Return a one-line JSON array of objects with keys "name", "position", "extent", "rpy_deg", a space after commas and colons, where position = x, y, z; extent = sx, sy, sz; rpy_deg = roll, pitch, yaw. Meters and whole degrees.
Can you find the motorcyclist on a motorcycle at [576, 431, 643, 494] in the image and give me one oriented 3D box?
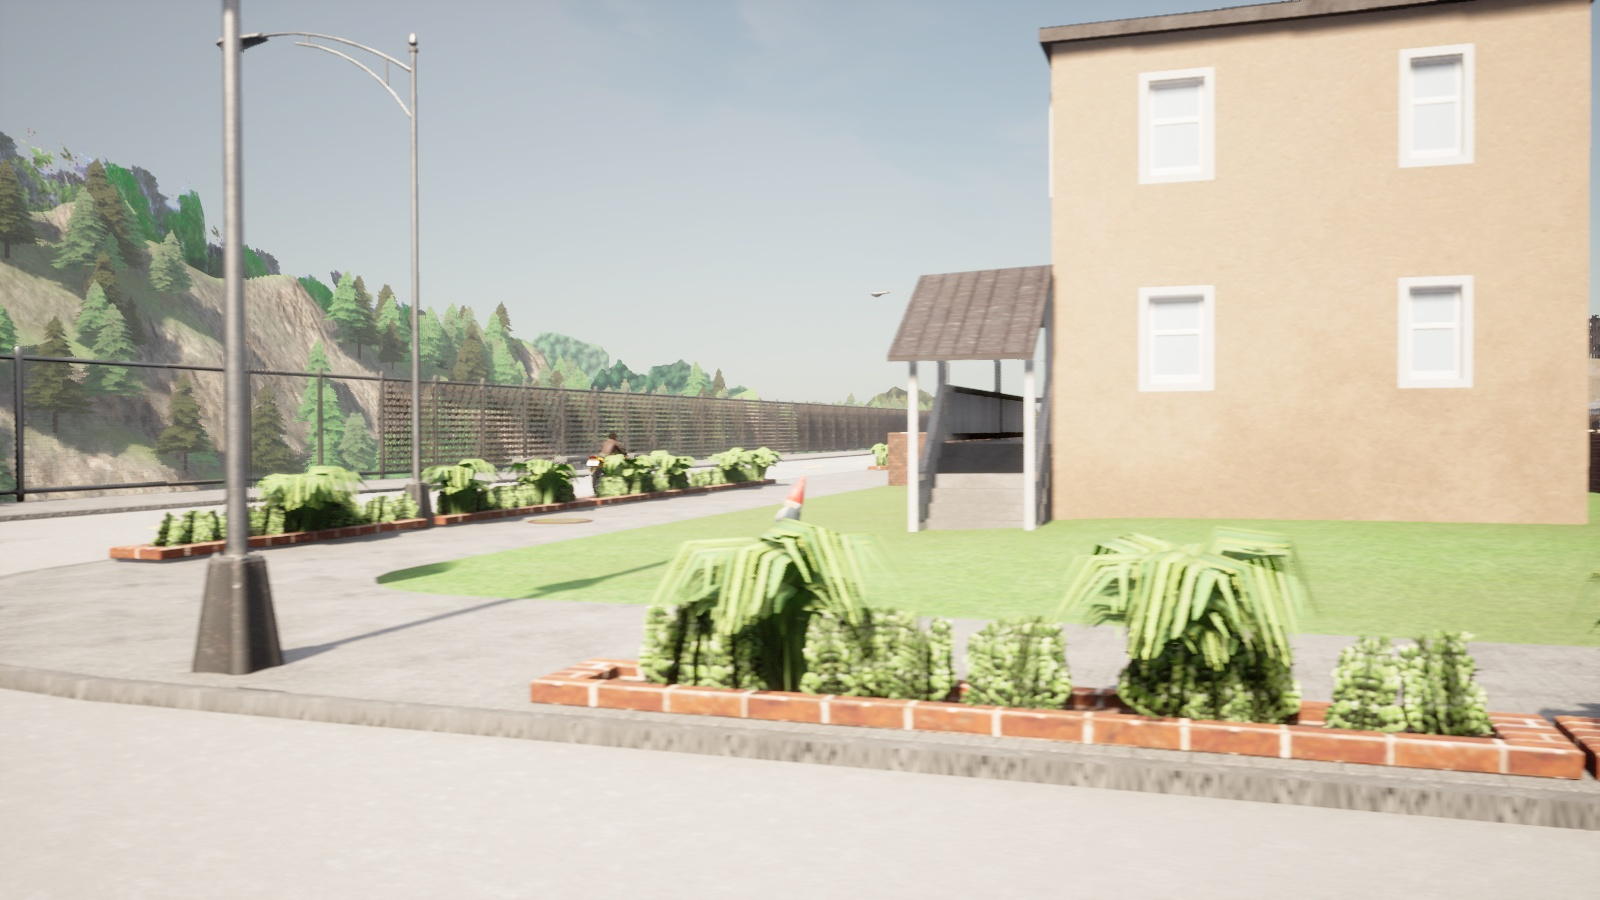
[{"name": "motorcyclist on a motorcycle", "position": [-4.741, 0.289, 31.365], "extent": [0.797, 1.523, 2.044], "rpy_deg": [1, 1, 18]}]
